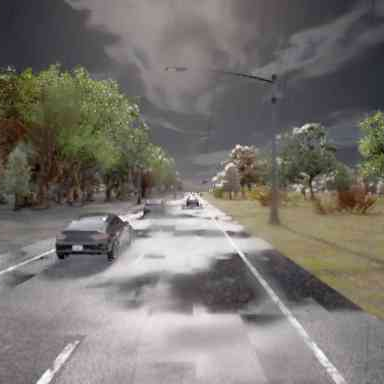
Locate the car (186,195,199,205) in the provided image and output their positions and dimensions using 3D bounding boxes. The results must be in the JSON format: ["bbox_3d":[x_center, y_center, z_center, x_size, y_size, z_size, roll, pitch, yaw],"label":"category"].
[{"bbox_3d":[0.106,1.422,54.269,1.994,1.385,4.181,0,0,0],"label":"car"}]

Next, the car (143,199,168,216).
[{"bbox_3d":[-3.397,1.409,31.202,2.128,1.511,4.902,0,0,0],"label":"car"}]

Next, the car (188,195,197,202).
[{"bbox_3d":[0.010,1.408,72.927,1.895,1.301,4.718,0,0,0],"label":"car"}]

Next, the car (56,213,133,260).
[{"bbox_3d":[-3.401,1.493,12.197,1.812,1.442,4.674,0,0,0],"label":"car"}]
